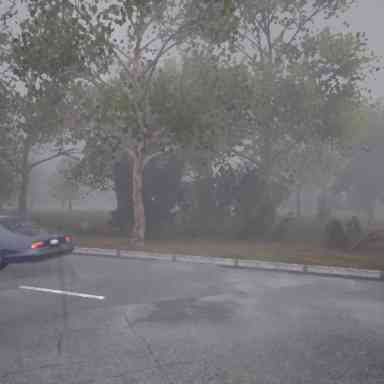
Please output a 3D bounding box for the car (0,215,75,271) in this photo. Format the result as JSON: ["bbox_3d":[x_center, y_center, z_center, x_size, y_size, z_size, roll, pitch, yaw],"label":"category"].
[{"bbox_3d":[-6.180,1.377,9.867,5.357,1.411,2.033,1,-1,17],"label":"car"}]
